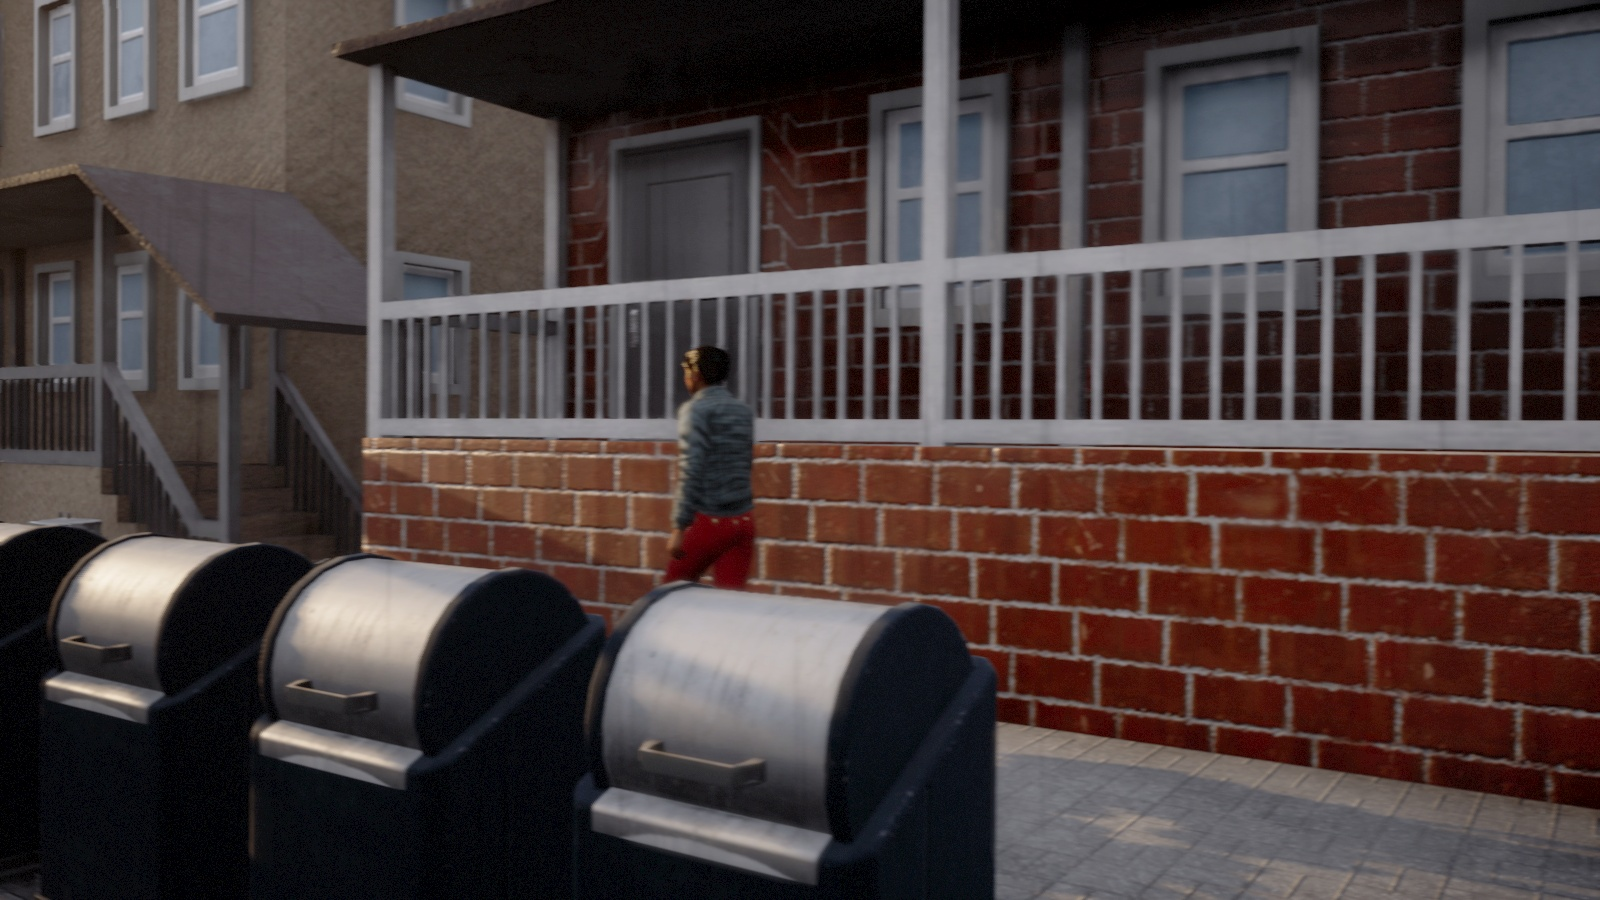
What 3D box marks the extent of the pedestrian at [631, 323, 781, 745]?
[{"bbox_3d":[-0.441,0.365,5.830,0.614,1.847,0.353,0,1,42],"label":"pedestrian"}]
